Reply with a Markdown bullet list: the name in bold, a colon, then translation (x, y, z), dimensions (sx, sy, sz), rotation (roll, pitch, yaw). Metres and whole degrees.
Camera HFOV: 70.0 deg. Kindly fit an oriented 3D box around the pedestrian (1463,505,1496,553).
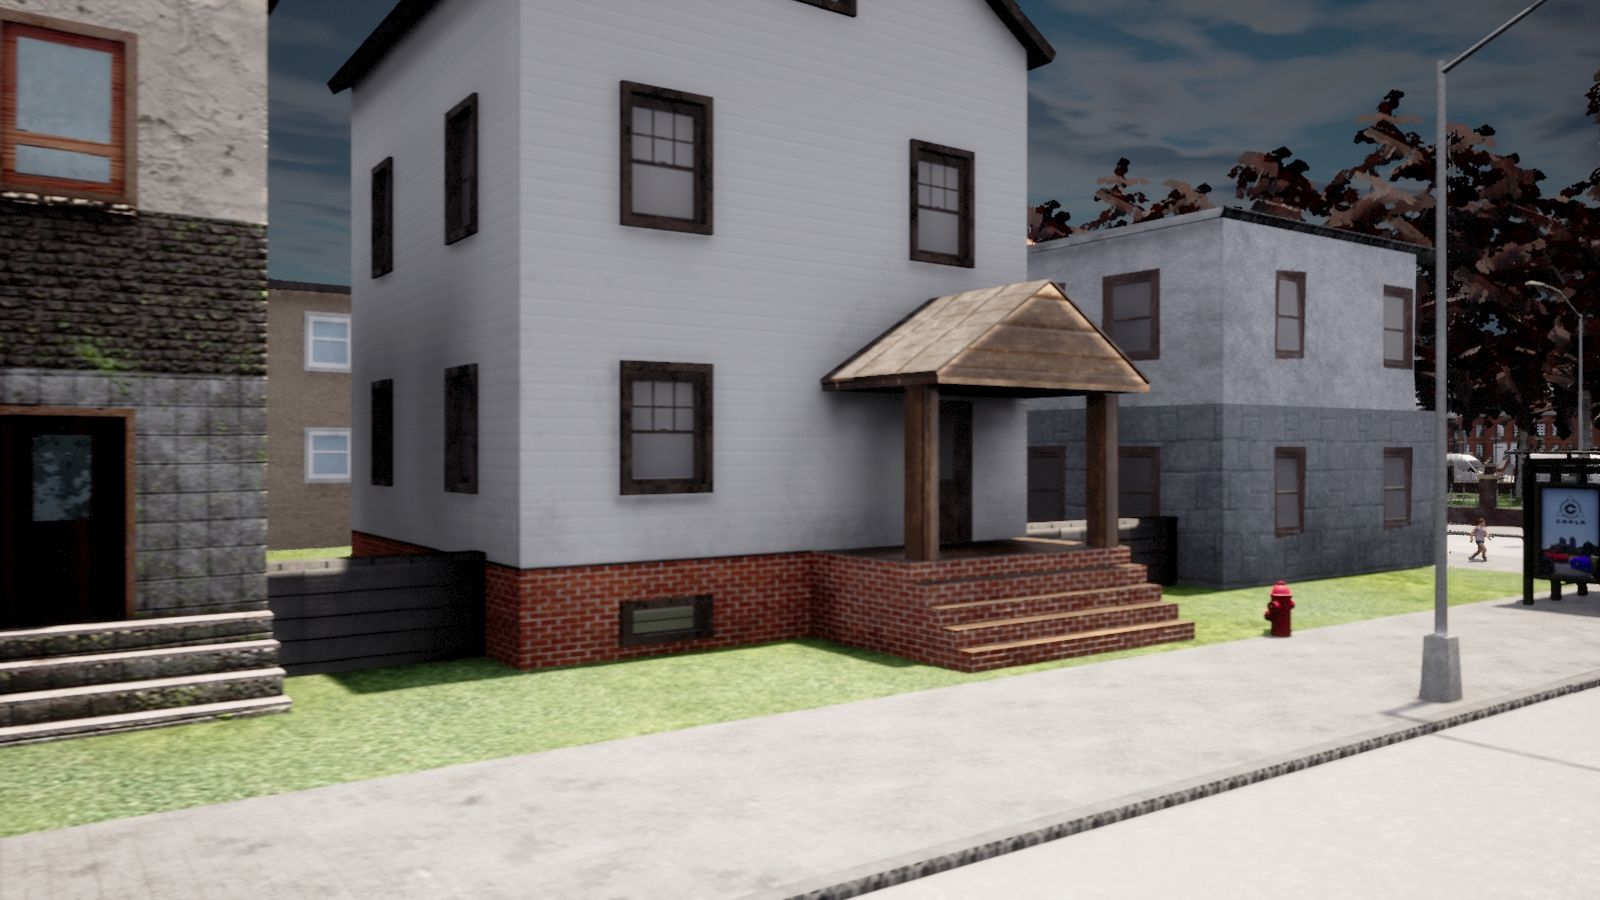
- **pedestrian**: translation (16.305, 1.895, 27.415), dimensions (0.500, 1.100, 0.500), rotation (0, 0, -27)
